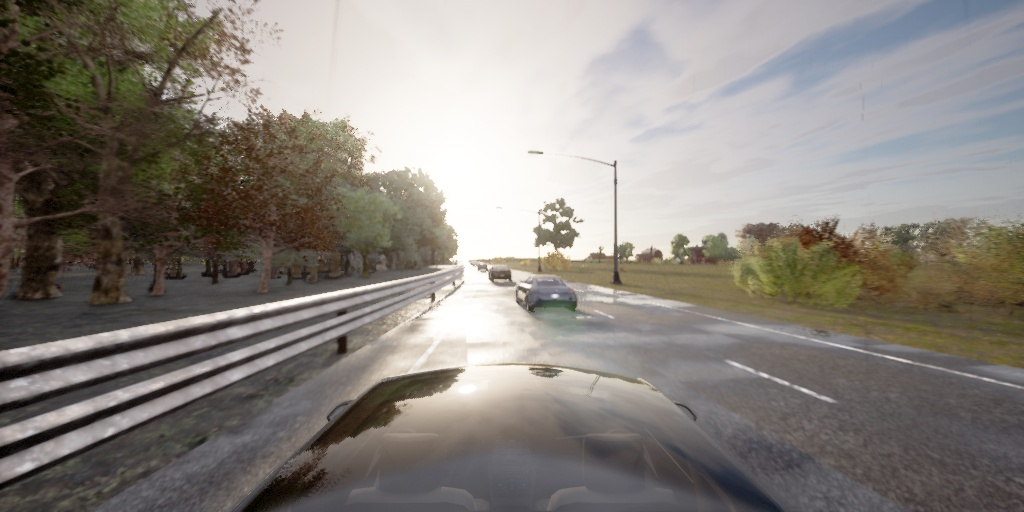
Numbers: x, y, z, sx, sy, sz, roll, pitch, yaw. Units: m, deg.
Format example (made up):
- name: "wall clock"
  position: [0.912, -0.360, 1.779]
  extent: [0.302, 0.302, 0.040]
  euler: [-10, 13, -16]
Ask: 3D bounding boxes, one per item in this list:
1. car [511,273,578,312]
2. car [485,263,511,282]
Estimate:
- name: "car"
  position: [1.338, 1.487, 15.327]
  extent: [1.994, 1.385, 4.181]
  euler: [0, -1, -8]
- name: "car"
  position: [-1.190, 1.606, 34.193]
  extent: [1.882, 1.535, 5.008]
  euler: [0, -1, -8]
